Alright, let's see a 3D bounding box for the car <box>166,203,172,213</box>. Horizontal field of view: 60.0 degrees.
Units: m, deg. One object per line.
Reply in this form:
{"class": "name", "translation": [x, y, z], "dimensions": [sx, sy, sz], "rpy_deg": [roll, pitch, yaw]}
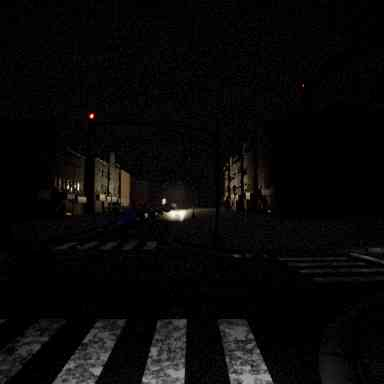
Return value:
{"class": "car", "translation": [-5.513, 3.344, 64.469], "dimensions": [1.887, 1.381, 4.507], "rpy_deg": [1, -2, 0]}

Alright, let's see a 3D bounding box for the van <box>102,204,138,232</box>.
{"class": "van", "translation": [-5.397, 1.905, 24.446], "dimensions": [1.690, 1.788, 3.998], "rpy_deg": [2, -2, 0]}

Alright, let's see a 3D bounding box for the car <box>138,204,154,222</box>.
{"class": "car", "translation": [-5.418, 2.120, 32.749], "dimensions": [2.192, 1.841, 5.009], "rpy_deg": [2, -2, 0]}

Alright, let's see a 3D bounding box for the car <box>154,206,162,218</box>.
{"class": "car", "translation": [-5.454, 2.666, 43.318], "dimensions": [1.887, 1.381, 4.507], "rpy_deg": [2, -2, 0]}

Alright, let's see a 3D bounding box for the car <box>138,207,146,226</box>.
{"class": "car", "translation": [-5.412, 2.211, 27.759], "dimensions": [2.008, 1.369, 4.403], "rpy_deg": [2, -2, 0]}

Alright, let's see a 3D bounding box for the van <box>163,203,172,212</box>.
{"class": "van", "translation": [-5.538, 3.501, 75.050], "dimensions": [1.690, 1.788, 3.998], "rpy_deg": [1, -2, 0]}

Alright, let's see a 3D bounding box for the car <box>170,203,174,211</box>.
{"class": "car", "translation": [-5.525, 3.418, 69.760], "dimensions": [1.967, 1.590, 4.097], "rpy_deg": [1, -2, 0]}

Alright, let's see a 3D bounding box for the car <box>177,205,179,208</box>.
{"class": "car", "translation": [-5.581, 4.041, 90.912], "dimensions": [2.192, 1.841, 5.009], "rpy_deg": [1, -2, 0]}

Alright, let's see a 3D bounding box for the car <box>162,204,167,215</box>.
{"class": "car", "translation": [-5.485, 3.035, 53.893], "dimensions": [1.802, 1.307, 4.206], "rpy_deg": [2, -2, 0]}

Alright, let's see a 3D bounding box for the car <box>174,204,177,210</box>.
{"class": "car", "translation": [-5.571, 4.085, 85.618], "dimensions": [2.008, 1.369, 4.403], "rpy_deg": [1, -2, 0]}
